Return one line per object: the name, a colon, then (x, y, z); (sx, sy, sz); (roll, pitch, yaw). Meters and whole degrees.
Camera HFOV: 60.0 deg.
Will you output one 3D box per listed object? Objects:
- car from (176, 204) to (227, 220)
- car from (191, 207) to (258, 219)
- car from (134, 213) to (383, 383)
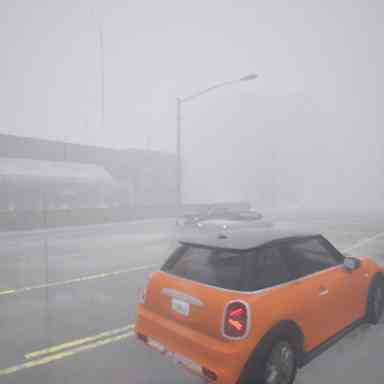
car: (1.005, 1.538, 20.789); (2.128, 1.511, 4.902); (0, 0, 40)
car: (2.306, 1.639, 16.934); (1.895, 1.301, 4.718); (0, 0, 41)
car: (1.405, 1.368, 5.383); (4.553, 1.767, 2.097); (0, 0, -43)
